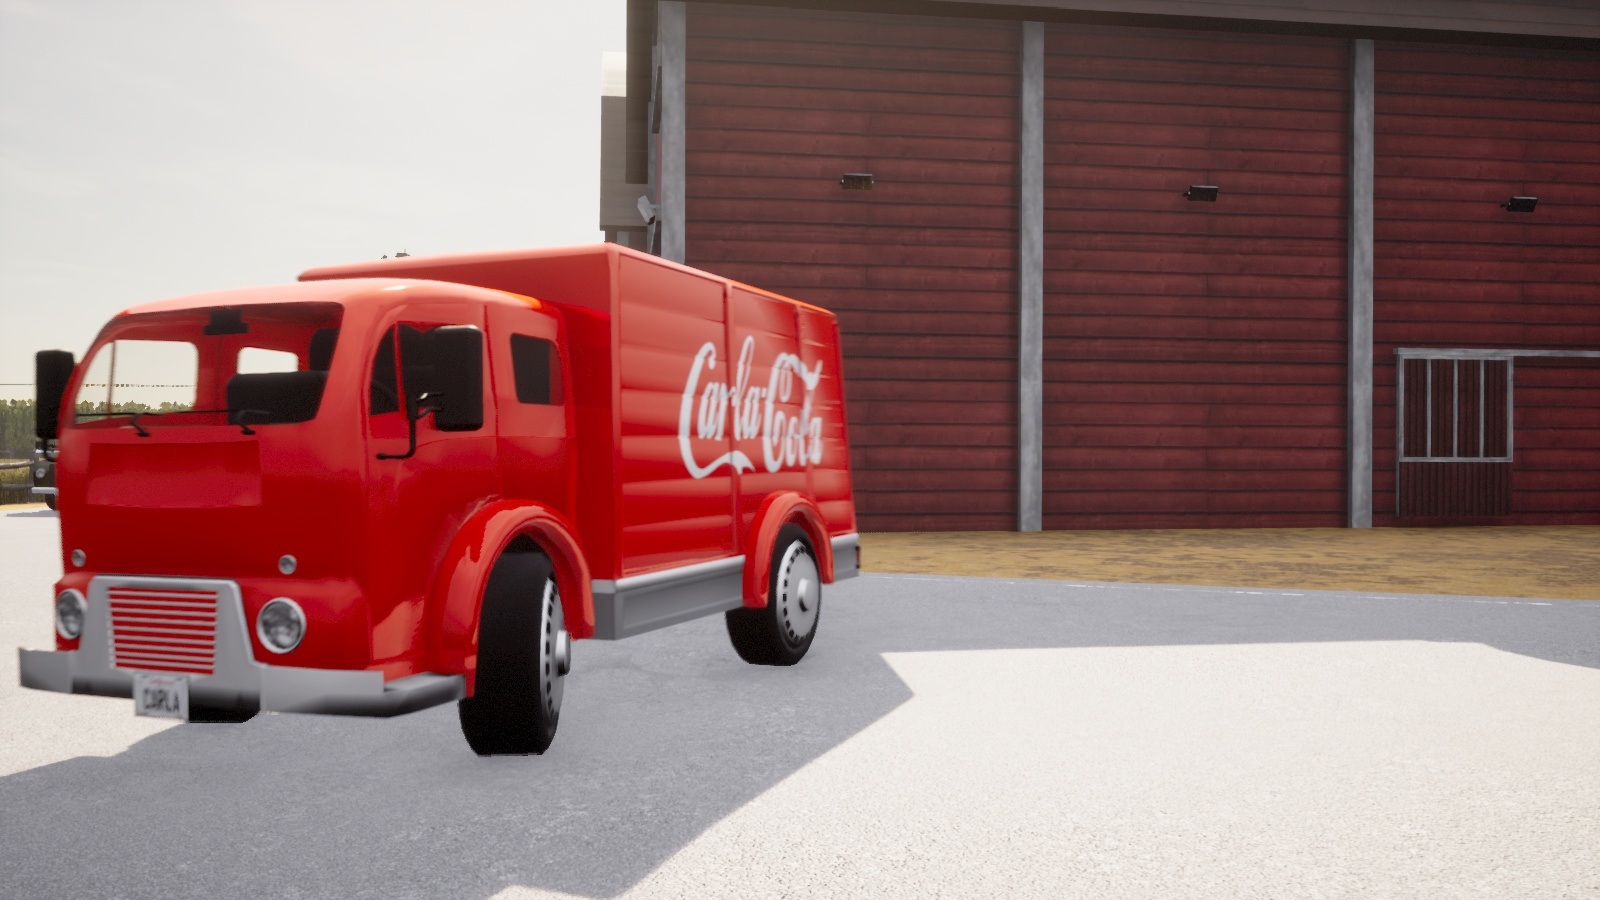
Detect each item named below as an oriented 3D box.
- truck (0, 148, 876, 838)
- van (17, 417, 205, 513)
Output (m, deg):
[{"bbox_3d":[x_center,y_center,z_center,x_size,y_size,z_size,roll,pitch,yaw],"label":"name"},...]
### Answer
[{"bbox_3d":[-1.612,0.154,7.392,2.627,2.467,5.204,0,0,21],"label":"truck"},{"bbox_3d":[-15.876,0.320,29.252,2.069,2.038,4.480,0,0,-3],"label":"van"}]
